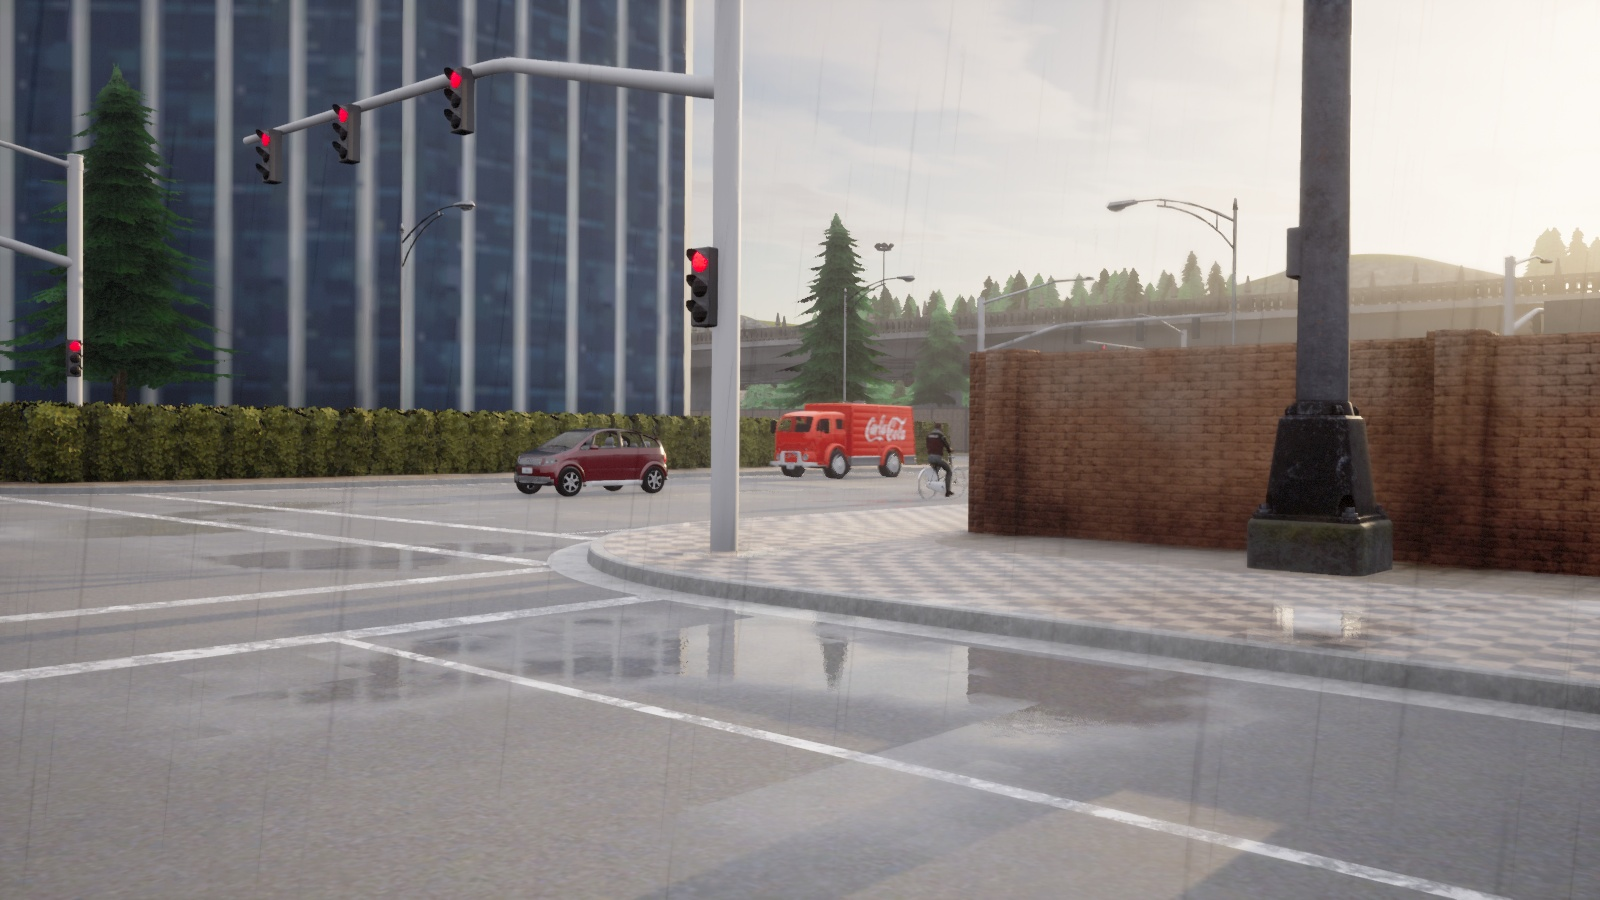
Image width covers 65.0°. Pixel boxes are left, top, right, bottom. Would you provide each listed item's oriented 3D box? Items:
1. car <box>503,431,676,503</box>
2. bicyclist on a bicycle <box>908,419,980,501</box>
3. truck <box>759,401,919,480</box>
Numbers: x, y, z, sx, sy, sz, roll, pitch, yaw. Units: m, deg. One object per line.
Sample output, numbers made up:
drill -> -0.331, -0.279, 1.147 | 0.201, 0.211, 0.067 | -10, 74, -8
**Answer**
car -> -4.882, 0.352, 29.483 | 1.789, 1.549, 3.705 | 0, 1, 41
bicyclist on a bicycle -> 3.234, 0.188, 28.135 | 0.659, 1.776, 1.843 | 0, 1, 41
truck -> 1.385, -0.341, 41.979 | 2.627, 2.467, 5.204 | 0, 1, 41
